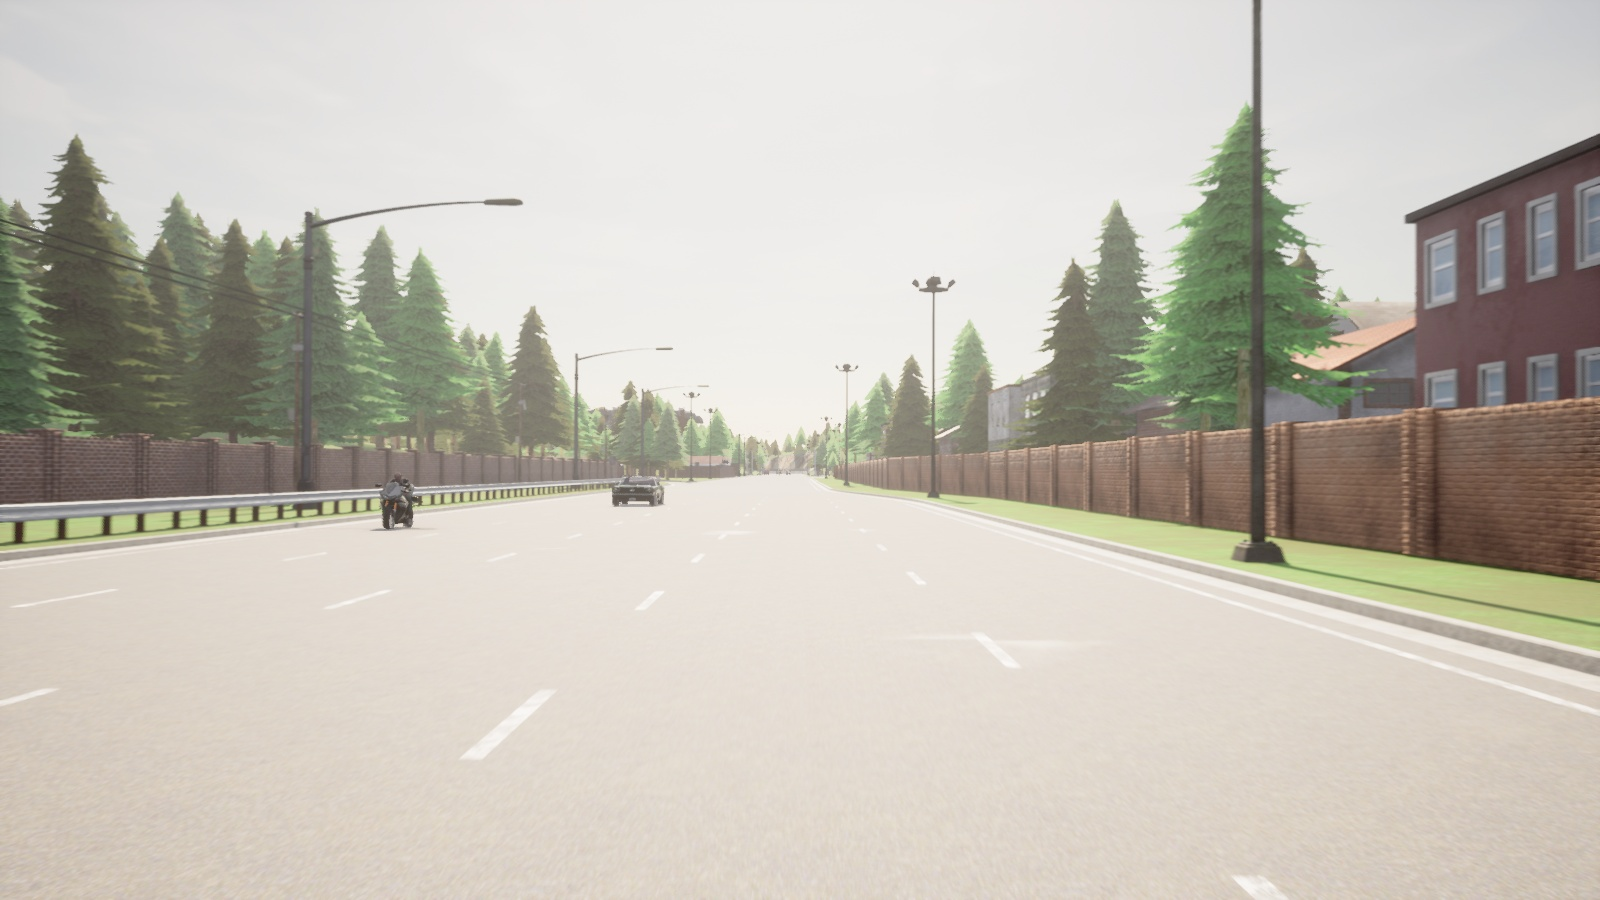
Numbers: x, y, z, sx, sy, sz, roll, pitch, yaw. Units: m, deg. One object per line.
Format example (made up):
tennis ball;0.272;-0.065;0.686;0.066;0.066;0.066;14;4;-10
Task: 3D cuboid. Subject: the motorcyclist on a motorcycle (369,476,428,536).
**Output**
motorcyclist on a motorcycle;-10.581;1.445;33.166;0.866;1.530;2.191;0;-1;0

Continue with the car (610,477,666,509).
car;-7.135;1.872;55.659;1.895;1.301;4.718;0;-1;0
